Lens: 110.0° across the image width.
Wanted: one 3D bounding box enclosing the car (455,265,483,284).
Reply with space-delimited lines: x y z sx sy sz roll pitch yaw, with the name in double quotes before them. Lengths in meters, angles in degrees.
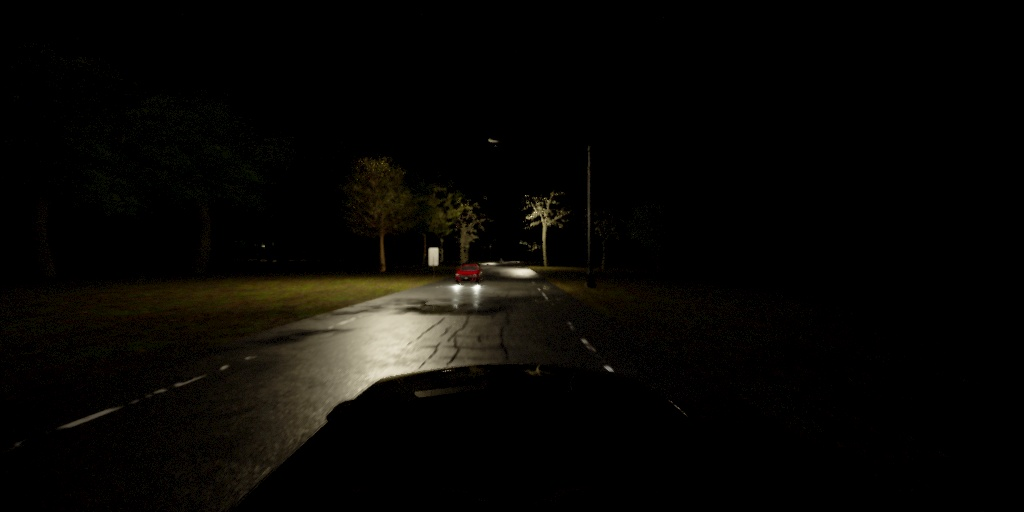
"car" -3.554 1.464 30.294 1.882 1.535 5.008 0 0 0
